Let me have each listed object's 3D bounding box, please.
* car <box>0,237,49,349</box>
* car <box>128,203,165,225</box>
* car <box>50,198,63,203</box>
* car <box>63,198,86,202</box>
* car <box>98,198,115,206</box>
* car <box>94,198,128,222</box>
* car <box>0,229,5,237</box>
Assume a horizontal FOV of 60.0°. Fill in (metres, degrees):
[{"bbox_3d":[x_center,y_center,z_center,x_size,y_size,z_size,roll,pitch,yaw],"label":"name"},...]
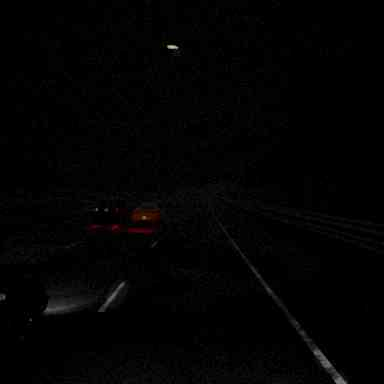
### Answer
[{"bbox_3d":[-3.385,1.554,3.258,2.033,1.411,5.357,0,0,0],"label":"car"},{"bbox_3d":[-3.102,1.560,24.528,1.882,1.535,5.008,0,0,1],"label":"car"},{"bbox_3d":[-23.017,1.822,58.587,2.033,1.411,5.357,0,-1,4],"label":"car"},{"bbox_3d":[-19.603,1.816,57.081,2.033,1.411,5.357,0,-1,4],"label":"car"},{"bbox_3d":[-15.844,1.883,61.754,1.994,1.385,4.181,0,-1,4],"label":"car"},{"bbox_3d":[-6.528,1.447,27.666,2.097,1.767,4.553,0,0,1],"label":"car"},{"bbox_3d":[-6.855,1.238,7.921,2.150,2.045,5.566,0,0,0],"label":"car"}]
